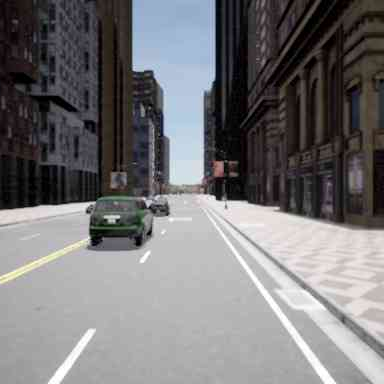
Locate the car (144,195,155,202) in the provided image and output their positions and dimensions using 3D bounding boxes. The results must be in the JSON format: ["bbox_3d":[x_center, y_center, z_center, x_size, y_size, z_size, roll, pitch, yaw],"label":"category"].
[{"bbox_3d":[-9.739,1.464,76.809,1.812,1.442,4.674,0,0,0],"label":"car"}]

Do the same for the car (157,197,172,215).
[{"bbox_3d":[-3.145,1.533,33.560,1.837,1.490,4.892,0,0,0],"label":"car"}]

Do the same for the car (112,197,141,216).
[{"bbox_3d":[-6.589,1.381,33.959,2.097,1.767,4.553,0,0,0],"label":"car"}]

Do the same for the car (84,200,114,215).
[{"bbox_3d":[-9.838,1.594,35.437,1.994,1.385,4.181,0,0,0],"label":"car"}]

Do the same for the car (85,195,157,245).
[{"bbox_3d":[-3.147,1.233,15.699,2.150,2.045,5.566,0,0,0],"label":"car"}]

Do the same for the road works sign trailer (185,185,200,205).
[{"bbox_3d":[0.009,0.528,58.503,2.380,3.560,2.880,0,0,0],"label":"road works sign trailer"}]
